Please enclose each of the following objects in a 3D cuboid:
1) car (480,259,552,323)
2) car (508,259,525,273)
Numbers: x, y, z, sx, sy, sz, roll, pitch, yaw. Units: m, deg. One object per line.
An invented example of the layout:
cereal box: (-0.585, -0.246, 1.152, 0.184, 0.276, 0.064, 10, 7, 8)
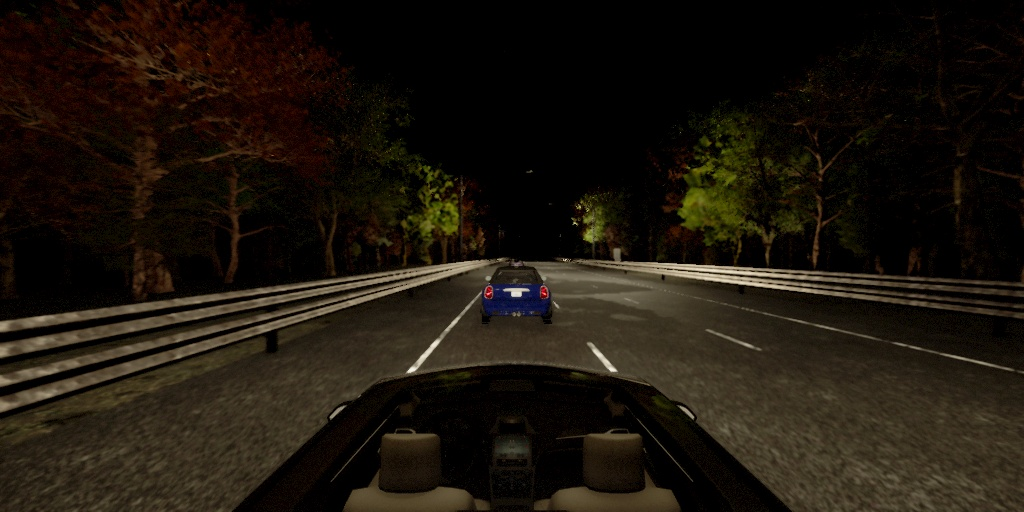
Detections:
car: (0.135, 1.098, 12.231, 2.097, 1.767, 4.553, 0, 0, 0)
car: (0.558, 1.160, 45.219, 2.033, 1.649, 4.856, 0, 0, 1)
